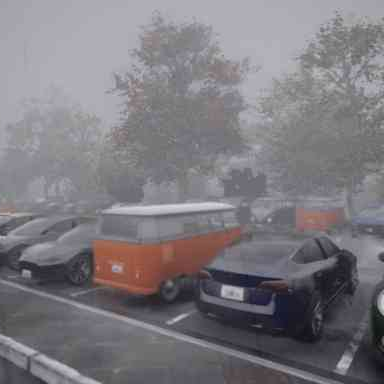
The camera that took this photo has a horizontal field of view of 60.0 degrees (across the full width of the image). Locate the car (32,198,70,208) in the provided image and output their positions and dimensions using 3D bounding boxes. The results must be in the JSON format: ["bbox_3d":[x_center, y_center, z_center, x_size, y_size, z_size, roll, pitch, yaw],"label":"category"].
[{"bbox_3d":[-12.853,1.710,33.518,2.097,1.535,5.008,-1,0,36],"label":"car"}]

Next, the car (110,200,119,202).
[{"bbox_3d":[-3.860,1.623,27.045,2.097,1.535,5.008,-1,0,36],"label":"car"}]

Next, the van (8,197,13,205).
[{"bbox_3d":[-17.381,1.529,36.928,1.878,1.987,4.442,-1,0,36],"label":"van"}]

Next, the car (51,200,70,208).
[{"bbox_3d":[-10.602,1.728,31.902,2.002,1.452,4.674,-1,0,36],"label":"car"}]

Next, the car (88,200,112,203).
[{"bbox_3d":[-6.205,1.686,28.743,2.002,1.452,4.674,-1,0,36],"label":"car"}]

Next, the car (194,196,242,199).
[{"bbox_3d":[2.871,1.306,22.172,2.435,2.045,5.566,-1,0,36],"label":"car"}]

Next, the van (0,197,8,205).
[{"bbox_3d":[-19.528,1.550,38.473,1.878,1.987,4.442,-1,0,36],"label":"van"}]

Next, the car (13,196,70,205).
[{"bbox_3d":[-15.218,1.482,35.192,2.435,2.045,5.566,-1,0,36],"label":"car"}]

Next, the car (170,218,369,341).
[{"bbox_3d":[1.955,1.525,6.786,2.163,1.488,4.792,-1,0,36],"label":"car"}]

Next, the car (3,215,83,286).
[{"bbox_3d":[-2.585,1.569,9.983,2.163,1.488,4.792,-1,0,36],"label":"car"}]

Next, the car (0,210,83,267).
[{"bbox_3d":[-4.839,1.591,11.604,2.163,1.488,4.792,-1,0,36],"label":"car"}]

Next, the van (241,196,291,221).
[{"bbox_3d":[5.067,1.309,20.483,1.878,1.987,4.442,-1,0,36],"label":"van"}]

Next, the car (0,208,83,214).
[{"bbox_3d":[-7.092,1.613,13.226,2.163,1.488,4.792,-1,0,36],"label":"car"}]

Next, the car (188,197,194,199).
[{"bbox_3d":[0.622,1.328,23.791,2.435,2.045,5.566,-1,0,36],"label":"car"}]

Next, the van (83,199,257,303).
[{"bbox_3d":[-0.249,1.292,8.480,1.878,1.987,4.442,-1,0,36],"label":"van"}]

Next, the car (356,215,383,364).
[{"bbox_3d":[4.206,1.351,5.168,2.185,1.767,4.553,0,0,36],"label":"car"}]

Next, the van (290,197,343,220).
[{"bbox_3d":[7.451,1.288,19.053,1.878,1.987,4.442,-1,0,36],"label":"van"}]

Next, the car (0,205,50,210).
[{"bbox_3d":[-9.437,1.602,14.722,1.946,1.575,5.366,-1,0,36],"label":"car"}]

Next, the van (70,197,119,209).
[{"bbox_3d":[-8.388,1.442,30.455,1.878,1.987,4.442,-1,0,36],"label":"van"}]

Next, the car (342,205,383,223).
[{"bbox_3d":[9.636,1.491,17.344,2.097,1.535,5.008,-1,0,36],"label":"car"}]
